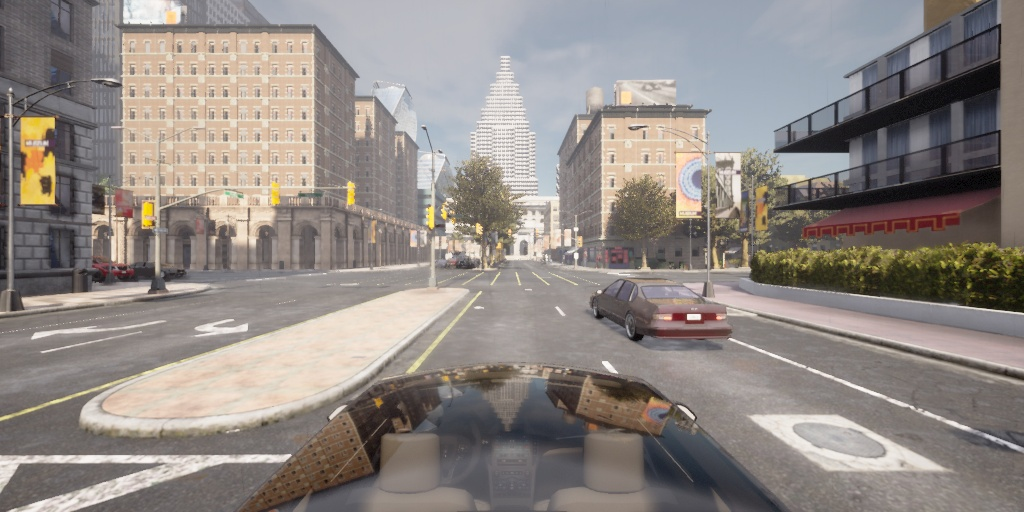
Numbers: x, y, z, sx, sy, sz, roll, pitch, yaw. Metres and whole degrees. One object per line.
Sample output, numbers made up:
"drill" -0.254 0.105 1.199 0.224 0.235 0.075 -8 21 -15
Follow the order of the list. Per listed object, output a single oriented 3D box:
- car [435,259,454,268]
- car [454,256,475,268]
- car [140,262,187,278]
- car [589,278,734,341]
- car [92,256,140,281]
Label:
"car" -11.558 1.324 60.076 2.033 1.411 5.357 0 0 0
"car" -8.062 0.998 60.700 2.150 2.045 5.566 0 0 0
"car" -32.849 1.269 32.969 4.892 1.490 1.837 0 0 0
"car" 3.634 1.301 9.890 2.033 1.411 5.357 0 0 -3
"car" -34.648 0.984 29.441 5.566 2.045 2.150 0 0 0
